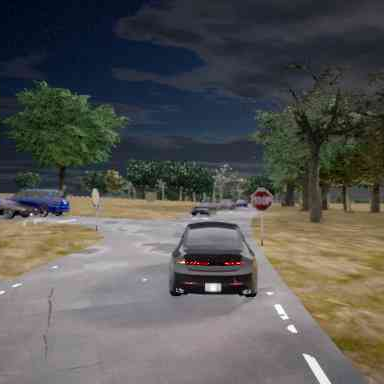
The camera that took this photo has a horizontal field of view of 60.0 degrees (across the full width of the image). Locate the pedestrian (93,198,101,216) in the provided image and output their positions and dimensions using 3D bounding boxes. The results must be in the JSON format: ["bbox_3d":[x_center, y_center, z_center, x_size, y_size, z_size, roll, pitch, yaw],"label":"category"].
[{"bbox_3d":[-8.095,1.100,28.436,0.375,1.860,0.375,0,-4,7],"label":"pedestrian"}]

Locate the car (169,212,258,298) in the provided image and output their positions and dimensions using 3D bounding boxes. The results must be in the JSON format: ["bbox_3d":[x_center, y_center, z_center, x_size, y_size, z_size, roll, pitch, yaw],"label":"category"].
[{"bbox_3d":[0.533,1.511,8.569,1.837,1.490,4.892,0,0,3],"label":"car"}]

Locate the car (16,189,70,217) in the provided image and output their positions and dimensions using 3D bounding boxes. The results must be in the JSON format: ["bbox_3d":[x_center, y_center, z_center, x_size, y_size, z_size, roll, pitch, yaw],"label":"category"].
[{"bbox_3d":[-12.090,0.793,25.336,5.566,2.045,2.150,2,-1,11],"label":"car"}]

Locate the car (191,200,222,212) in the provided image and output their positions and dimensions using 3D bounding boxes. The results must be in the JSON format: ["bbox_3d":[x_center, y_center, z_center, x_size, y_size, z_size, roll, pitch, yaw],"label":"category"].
[{"bbox_3d":[1.385,1.776,34.635,2.033,1.411,5.357,0,-1,16],"label":"car"}]

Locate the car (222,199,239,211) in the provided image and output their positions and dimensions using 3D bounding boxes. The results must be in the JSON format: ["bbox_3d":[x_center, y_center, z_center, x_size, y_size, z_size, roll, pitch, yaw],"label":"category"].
[{"bbox_3d":[4.880,1.781,46.984,2.097,1.767,4.553,0,-1,17],"label":"car"}]

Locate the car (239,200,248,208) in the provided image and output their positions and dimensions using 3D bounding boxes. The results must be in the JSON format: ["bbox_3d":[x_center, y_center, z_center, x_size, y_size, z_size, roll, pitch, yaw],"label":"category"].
[{"bbox_3d":[9.367,2.176,62.680,1.882,1.535,5.008,0,-1,15],"label":"car"}]

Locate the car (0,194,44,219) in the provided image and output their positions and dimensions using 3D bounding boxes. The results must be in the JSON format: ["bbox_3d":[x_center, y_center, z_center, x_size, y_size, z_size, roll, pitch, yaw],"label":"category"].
[{"bbox_3d":[-13.378,1.010,22.650,5.357,1.411,2.033,2,-1,8],"label":"car"}]
